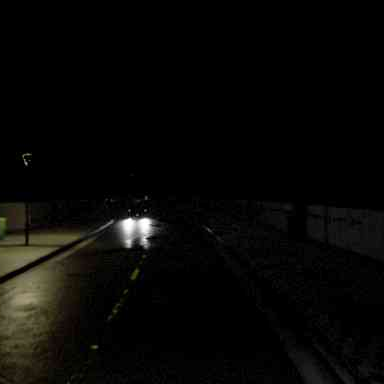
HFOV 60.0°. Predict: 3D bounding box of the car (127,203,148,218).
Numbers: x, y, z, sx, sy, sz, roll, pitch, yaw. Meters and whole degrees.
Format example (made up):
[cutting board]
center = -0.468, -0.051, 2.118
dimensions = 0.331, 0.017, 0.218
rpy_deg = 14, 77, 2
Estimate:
[car]
center = -5.175, 1.751, 31.846
dimensions = 1.895, 1.301, 4.718
rpy_deg = 0, 0, -8
